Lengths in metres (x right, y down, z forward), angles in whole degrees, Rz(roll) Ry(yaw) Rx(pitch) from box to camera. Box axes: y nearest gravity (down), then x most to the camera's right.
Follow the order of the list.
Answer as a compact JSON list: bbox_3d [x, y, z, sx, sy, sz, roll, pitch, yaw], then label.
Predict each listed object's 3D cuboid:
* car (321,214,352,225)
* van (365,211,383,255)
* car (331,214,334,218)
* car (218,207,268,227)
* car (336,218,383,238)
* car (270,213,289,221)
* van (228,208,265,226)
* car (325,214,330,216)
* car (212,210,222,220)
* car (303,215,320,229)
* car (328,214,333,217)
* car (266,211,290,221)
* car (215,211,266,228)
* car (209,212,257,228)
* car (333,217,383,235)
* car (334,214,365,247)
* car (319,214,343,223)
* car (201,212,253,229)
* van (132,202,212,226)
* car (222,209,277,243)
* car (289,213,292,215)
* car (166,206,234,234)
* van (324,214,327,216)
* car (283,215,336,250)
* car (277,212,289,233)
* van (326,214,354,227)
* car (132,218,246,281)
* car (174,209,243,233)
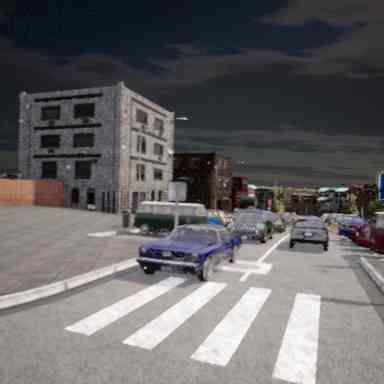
[{"bbox_3d":[29.426,5.612,68.051,5.566,2.045,2.435,2,-3,20],"label":"car"},{"bbox_3d":[9.515,1.799,13.024,4.442,1.987,1.878,2,-3,20],"label":"van"},{"bbox_3d":[16.229,3.258,31.306,5.366,1.575,1.946,2,-3,20],"label":"car"},{"bbox_3d":[6.274,3.040,40.604,5.566,2.045,2.435,2,-3,20],"label":"car"},{"bbox_3d":[15.129,3.100,28.738,4.792,1.488,2.163,2,-3,20],"label":"car"},{"bbox_3d":[22.020,6.236,83.754,4.553,1.767,2.185,2,-3,20],"label":"car"},{"bbox_3d":[7.141,3.250,43.250,4.442,1.987,1.878,2,-3,20],"label":"van"},{"bbox_3d":[21.775,4.374,47.086,4.892,1.521,2.231,2,-3,20],"label":"car"},{"bbox_3d":[-0.377,1.994,22.261,5.008,1.535,2.097,2,-3,20],"label":"car"},{"bbox_3d":[15.768,3.915,43.899,1.882,1.535,5.008,2,-3,20],"label":"car"},{"bbox_3d":[18.134,3.630,36.546,5.366,1.575,1.946,2,-3,20],"label":"car"},{"bbox_3d":[21.011,5.921,81.144,5.566,2.045,2.435,2,-3,20],"label":"car"},{"bbox_3d":[5.554,3.116,38.018,5.366,1.575,1.946,2,-3,20],"label":"car"},{"bbox_3d":[4.386,2.960,35.343,4.674,1.452,2.002,2,-3,20],"label":"car"},{"bbox_3d":[17.033,3.472,33.979,4.792,1.488,2.163,2,-3,20],"label":"car"},{"bbox_3d":[12.231,2.260,20.914,5.566,2.045,2.435,2,-3,20],"label":"car"},{"bbox_3d":[36.039,6.914,86.407,5.566,2.045,2.435,2,-3,20],"label":"car"},{"bbox_3d":[3.477,2.782,32.842,4.674,1.452,2.002,2,-3,20],"label":"car"},{"bbox_3d":[-1.419,1.604,19.706,4.442,1.987,1.878,2,-3,20],"label":"van"},{"bbox_3d":[3.466,1.905,19.395,2.097,1.767,4.553,2,-3,20],"label":"car"},{"bbox_3d":[12.524,3.803,44.063,1.837,1.490,4.892,2,-4,20],"label":"car"},{"bbox_3d":[0.614,2.051,24.871,4.553,1.767,2.185,2,-3,20],"label":"car"},{"bbox_3d":[22.623,4.331,49.760,4.442,1.987,1.878,2,-3,20],"label":"van"},{"bbox_3d":[6.209,2.140,17.634,2.033,1.411,5.357,2,-3,20],"label":"car"},{"bbox_3d":[6.870,2.553,28.736,2.097,1.767,4.553,2,-3,20],"label":"car"},{"bbox_3d":[26.651,5.081,60.158,4.442,1.987,1.878,2,-3,20],"label":"van"},{"bbox_3d":[0.160,1.716,10.449,1.895,1.301,4.718,2,-1,21],"label":"car"},{"bbox_3d":[1.400,2.362,27.675,5.366,1.575,1.946,2,-3,20],"label":"car"}]
